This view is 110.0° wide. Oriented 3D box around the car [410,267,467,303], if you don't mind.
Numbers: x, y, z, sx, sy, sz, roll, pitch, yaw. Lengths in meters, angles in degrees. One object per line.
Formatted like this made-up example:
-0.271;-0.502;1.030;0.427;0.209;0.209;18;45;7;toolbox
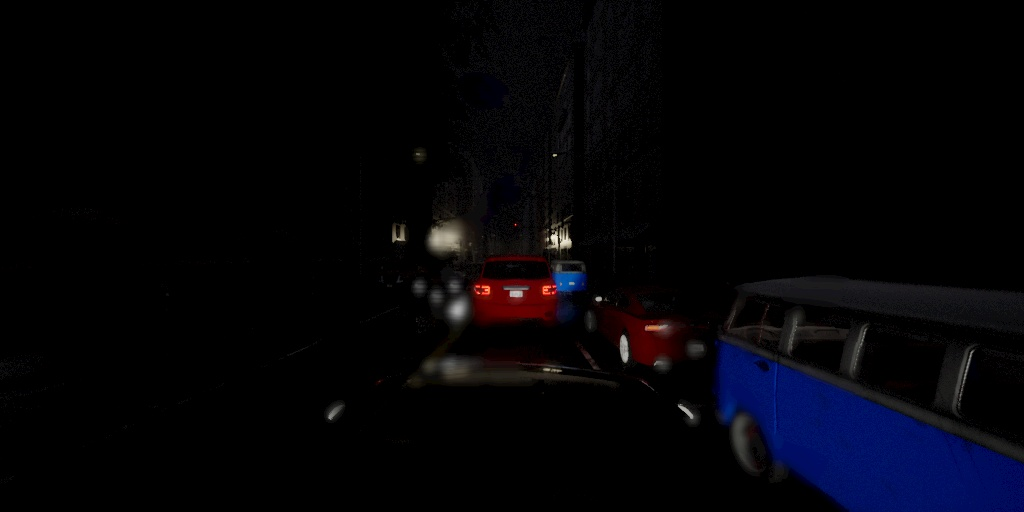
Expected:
-3.068;1.346;16.835;1.895;1.301;4.718;0;0;0;car

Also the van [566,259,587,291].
2.881;1.084;19.071;1.690;1.789;3.998;0;0;0;van

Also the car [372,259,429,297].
-5.644;1.058;19.043;2.192;1.841;5.009;0;0;0;car

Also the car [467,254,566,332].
0.114;0.969;10.972;2.150;2.045;5.566;0;0;0;car

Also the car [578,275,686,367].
2.864;1.294;7.750;1.888;1.381;4.507;0;0;0;car

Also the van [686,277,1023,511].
2.856;1.091;2.089;1.690;1.789;3.998;0;0;0;van
